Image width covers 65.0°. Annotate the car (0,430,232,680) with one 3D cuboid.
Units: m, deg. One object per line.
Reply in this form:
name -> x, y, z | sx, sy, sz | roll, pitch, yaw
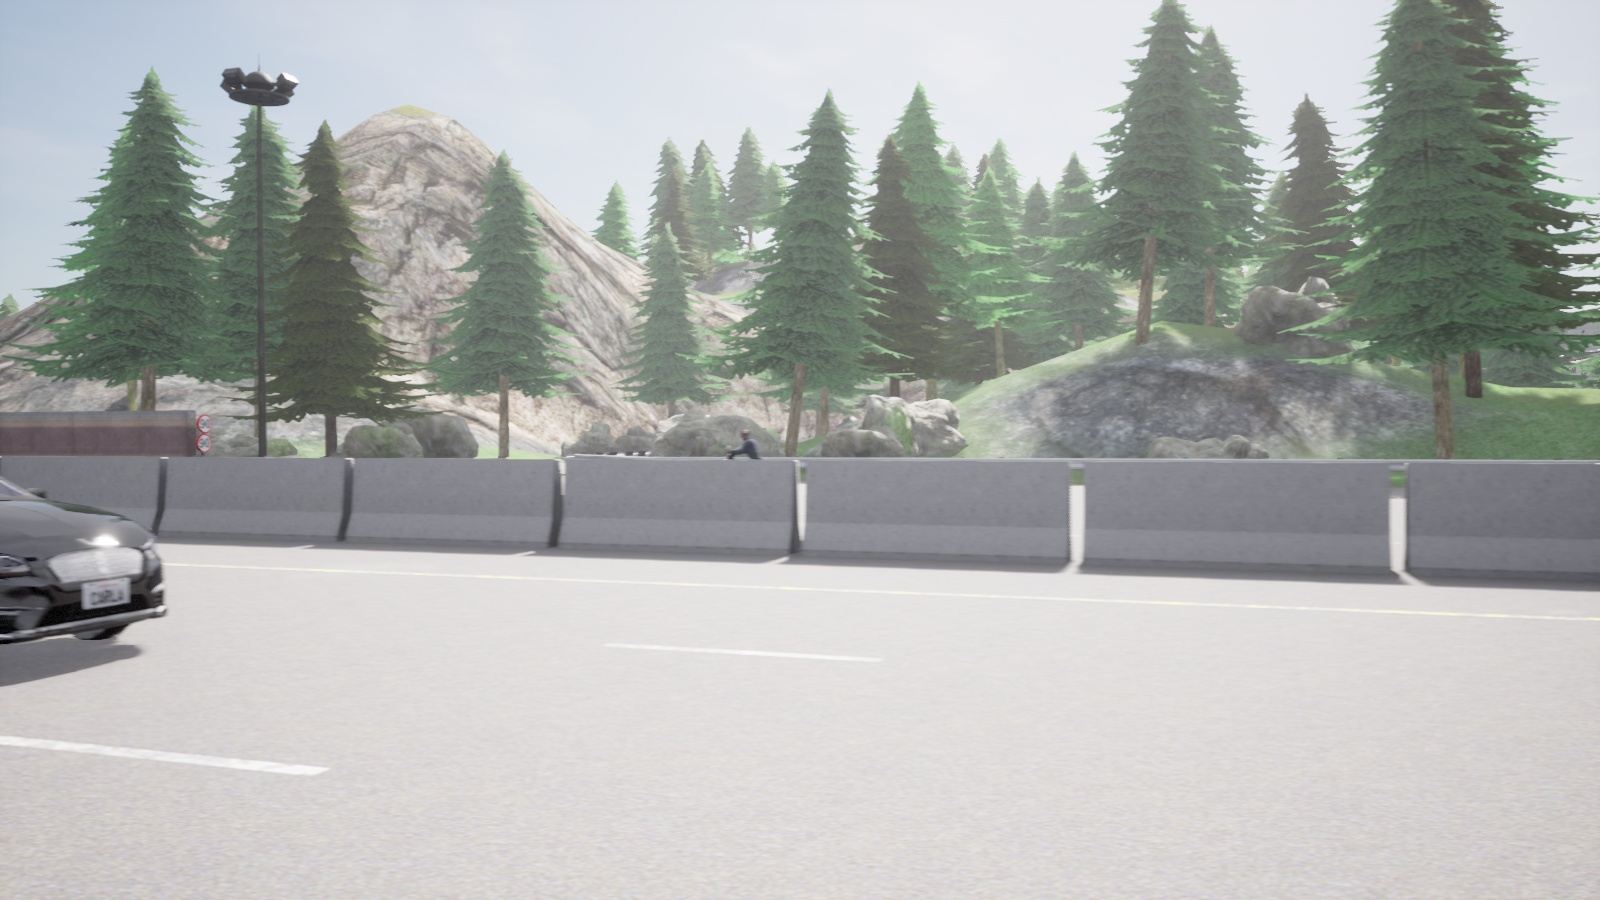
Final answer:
car -> -6.935, 0.607, 9.218 | 4.902, 1.511, 2.128 | 1, 1, 19
